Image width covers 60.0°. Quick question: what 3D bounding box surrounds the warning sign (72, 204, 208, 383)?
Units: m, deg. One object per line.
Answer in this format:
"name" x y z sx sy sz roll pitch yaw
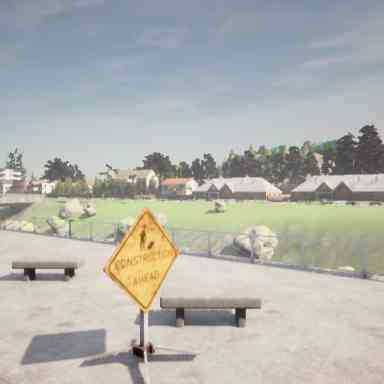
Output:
"warning sign" -0.594 1.112 4.109 1.060 1.860 1.300 0 0 36
